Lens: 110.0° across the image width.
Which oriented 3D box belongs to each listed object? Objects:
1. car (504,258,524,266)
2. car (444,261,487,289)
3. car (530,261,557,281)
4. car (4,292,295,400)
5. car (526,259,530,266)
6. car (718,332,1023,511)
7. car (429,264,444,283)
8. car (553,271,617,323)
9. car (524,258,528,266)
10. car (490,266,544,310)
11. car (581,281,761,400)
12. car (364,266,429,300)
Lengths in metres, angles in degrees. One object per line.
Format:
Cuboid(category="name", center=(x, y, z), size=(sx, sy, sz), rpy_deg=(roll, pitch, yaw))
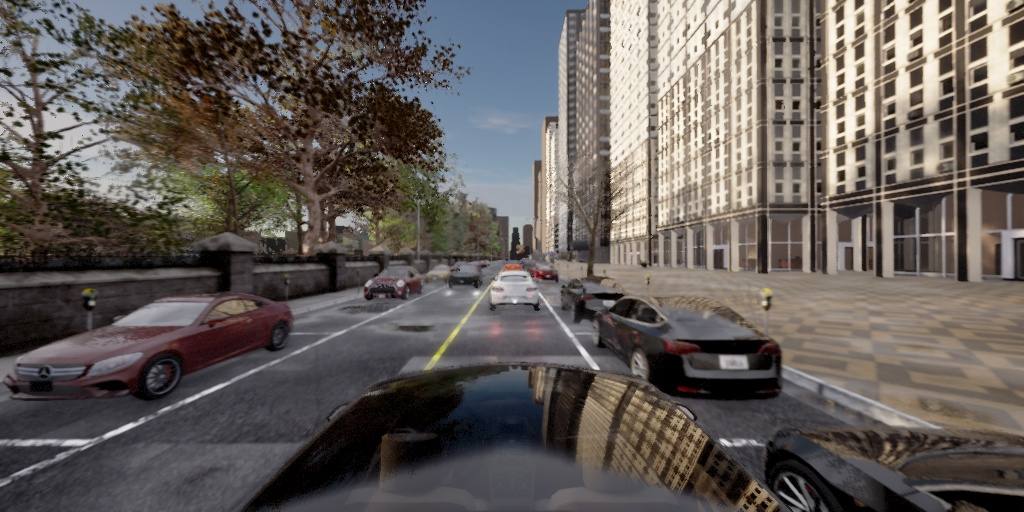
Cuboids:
Cuboid(category="car", center=(0.095, 1.228, 41.040), size=(2.097, 1.767, 4.553), rpy_deg=(0, 0, 0))
Cuboid(category="car", center=(-3.010, 1.296, 24.114), size=(1.882, 1.535, 5.008), rpy_deg=(0, 0, 0))
Cuboid(category="car", center=(2.686, 1.379, 28.958), size=(1.888, 1.381, 4.507), rpy_deg=(0, 0, 0))
Cuboid(category="car", center=(-5.692, 1.345, 6.427), size=(1.802, 1.307, 4.207), rpy_deg=(0, 0, 0))
Cuboid(category="car", center=(2.685, 1.294, 34.589), size=(1.967, 1.591, 4.097), rpy_deg=(0, 0, 0))
Cuboid(category="car", center=(2.689, 1.313, 0.795), size=(1.948, 1.339, 4.313), rpy_deg=(0, 0, 0))
Cuboid(category="car", center=(-5.694, 1.359, 28.787), size=(1.751, 1.417, 4.829), rpy_deg=(0, 0, 0))
Cuboid(category="car", center=(2.688, 1.346, 12.060), size=(1.948, 1.339, 4.313), rpy_deg=(0, 0, 0))
Cuboid(category="car", center=(2.685, 1.314, 40.221), size=(1.967, 1.591, 4.097), rpy_deg=(0, 0, 0))
Cuboid(category="car", center=(0.099, 1.313, 14.740), size=(1.812, 1.442, 4.674), rpy_deg=(0, 0, 0))
Cuboid(category="car", center=(2.688, 1.329, 6.428), size=(1.948, 1.339, 4.313), rpy_deg=(0, 0, 0))
Cuboid(category="car", center=(-5.693, 1.237, 17.692), size=(1.967, 1.591, 4.097), rpy_deg=(0, 0, 0))
